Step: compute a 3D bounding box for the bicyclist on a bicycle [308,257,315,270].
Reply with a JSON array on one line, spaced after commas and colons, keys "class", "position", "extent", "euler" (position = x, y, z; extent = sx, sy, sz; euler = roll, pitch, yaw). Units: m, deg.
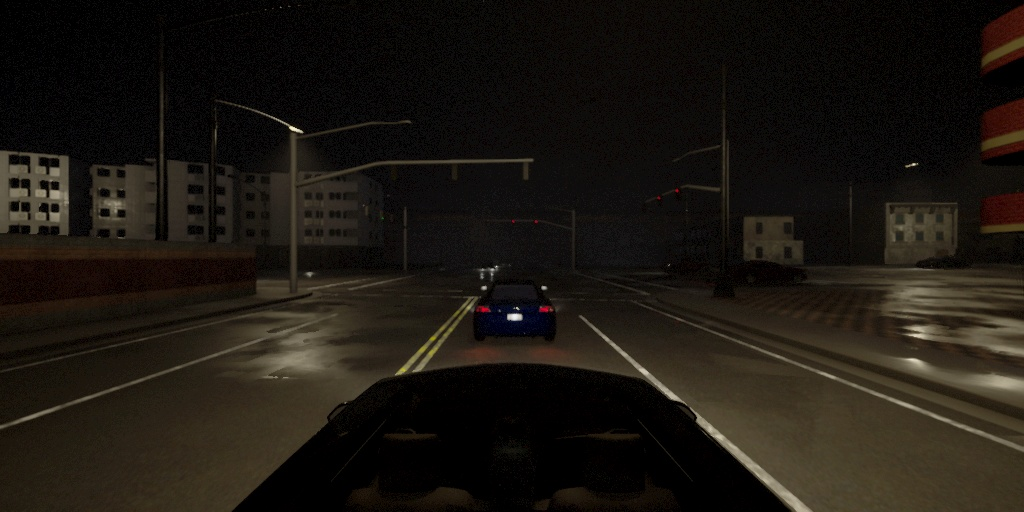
[{"class": "bicyclist on a bicycle", "position": [-25.565, 0.998, 45.742], "extent": [0.582, 1.620, 1.656], "euler": [0, 0, 0]}]

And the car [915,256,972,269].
[{"class": "car", "position": [45.737, 0.674, 38.075], "extent": [4.181, 1.385, 1.994], "euler": [-1, 0, 1]}]

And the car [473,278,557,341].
[{"class": "car", "position": [0.062, 1.305, 9.878], "extent": [1.994, 1.385, 4.181], "euler": [0, 0, 0]}]

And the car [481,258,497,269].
[{"class": "car", "position": [-3.750, 1.192, 55.575], "extent": [1.837, 1.490, 4.892], "euler": [0, 0, 0]}]

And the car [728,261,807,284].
[{"class": "car", "position": [17.165, 1.063, 24.443], "extent": [5.008, 1.535, 1.882], "euler": [-1, 0, 2]}]

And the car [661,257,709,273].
[{"class": "car", "position": [18.468, 0.918, 38.565], "extent": [4.553, 1.767, 2.097], "euler": [-1, 0, 1]}]
